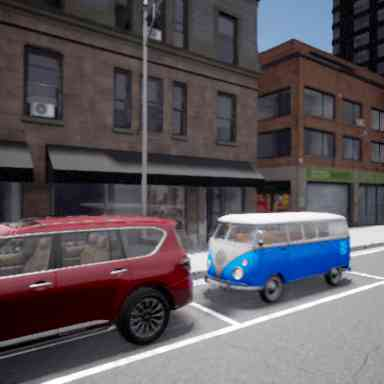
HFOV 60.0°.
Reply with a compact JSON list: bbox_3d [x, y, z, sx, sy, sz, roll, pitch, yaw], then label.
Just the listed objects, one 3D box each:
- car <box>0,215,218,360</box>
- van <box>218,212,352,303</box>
[{"bbox_3d":[-2.292,1.324,4.898,5.009,1.841,2.192,1,-1,-35],"label":"car"},{"bbox_3d":[2.187,1.407,8.090,3.998,1.788,1.690,1,-1,-35],"label":"van"}]
